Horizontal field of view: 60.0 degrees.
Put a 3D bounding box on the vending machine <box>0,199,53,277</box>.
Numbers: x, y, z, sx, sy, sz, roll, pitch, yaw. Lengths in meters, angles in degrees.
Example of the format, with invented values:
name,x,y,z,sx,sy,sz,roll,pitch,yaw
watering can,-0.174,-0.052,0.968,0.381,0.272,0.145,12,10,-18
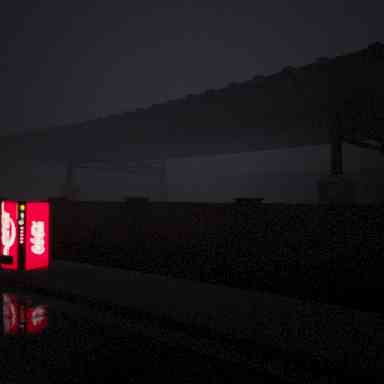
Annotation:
name,x,y,z,sx,sy,sz,roll,pitch,yaw
vending machine,-4.841,1.247,9.702,0.880,2.100,1.100,0,-1,30
